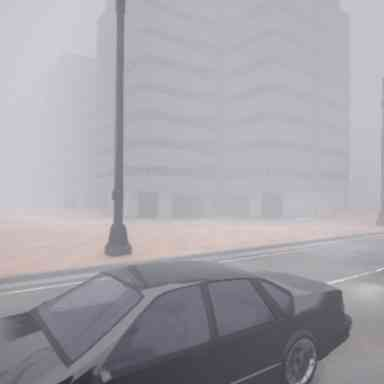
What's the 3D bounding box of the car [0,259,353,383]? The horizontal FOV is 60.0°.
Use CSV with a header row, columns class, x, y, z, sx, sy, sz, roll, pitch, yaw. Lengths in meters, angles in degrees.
class,x,y,z,sx,sy,sz,roll,pitch,yaw
car,-0.345,1.567,3.740,5.357,1.411,2.033,1,0,-35
